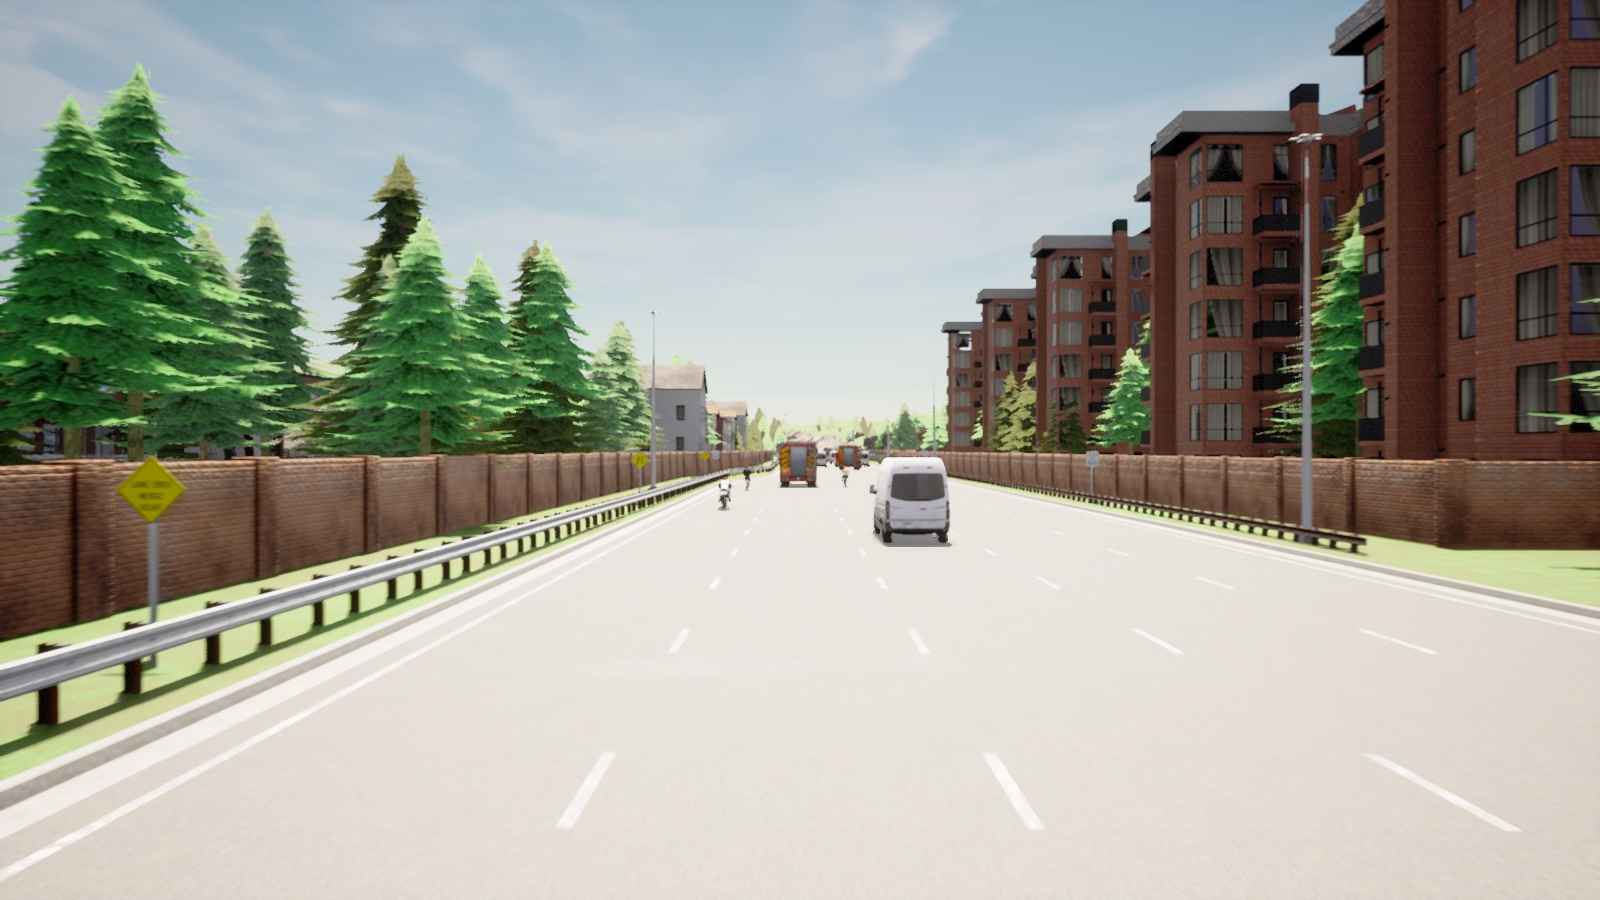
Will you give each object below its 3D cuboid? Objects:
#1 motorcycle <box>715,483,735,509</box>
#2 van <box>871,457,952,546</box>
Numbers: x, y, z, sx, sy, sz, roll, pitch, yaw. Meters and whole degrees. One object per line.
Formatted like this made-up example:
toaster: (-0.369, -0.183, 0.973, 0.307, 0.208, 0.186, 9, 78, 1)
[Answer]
motorcycle: (-3.559, 2.171, 54.225, 0.803, 1.199, 2.033, 0, -1, 0)
van: (3.448, 1.525, 36.375, 1.988, 2.561, 5.915, 0, 0, 0)
